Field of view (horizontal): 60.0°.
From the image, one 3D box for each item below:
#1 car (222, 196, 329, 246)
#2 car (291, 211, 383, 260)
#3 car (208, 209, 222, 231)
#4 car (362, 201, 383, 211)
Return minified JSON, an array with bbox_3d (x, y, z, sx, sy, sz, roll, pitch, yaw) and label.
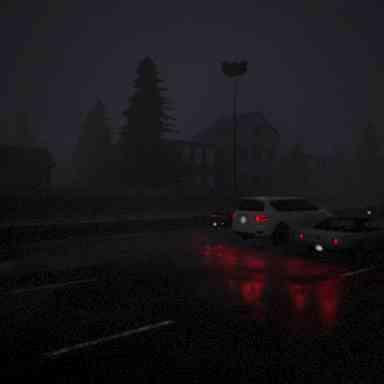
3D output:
[{"bbox_3d":[4.350,1.209,15.495,5.566,2.045,2.150,0,0,-35],"label":"car"},{"bbox_3d":[6.085,1.587,12.437,4.718,1.301,1.895,0,0,-35],"label":"car"},{"bbox_3d":[3.189,1.476,18.960,4.902,1.511,2.128,0,0,-35],"label":"car"},{"bbox_3d":[16.233,1.491,28.261,4.674,1.442,1.812,0,0,-35],"label":"car"}]
